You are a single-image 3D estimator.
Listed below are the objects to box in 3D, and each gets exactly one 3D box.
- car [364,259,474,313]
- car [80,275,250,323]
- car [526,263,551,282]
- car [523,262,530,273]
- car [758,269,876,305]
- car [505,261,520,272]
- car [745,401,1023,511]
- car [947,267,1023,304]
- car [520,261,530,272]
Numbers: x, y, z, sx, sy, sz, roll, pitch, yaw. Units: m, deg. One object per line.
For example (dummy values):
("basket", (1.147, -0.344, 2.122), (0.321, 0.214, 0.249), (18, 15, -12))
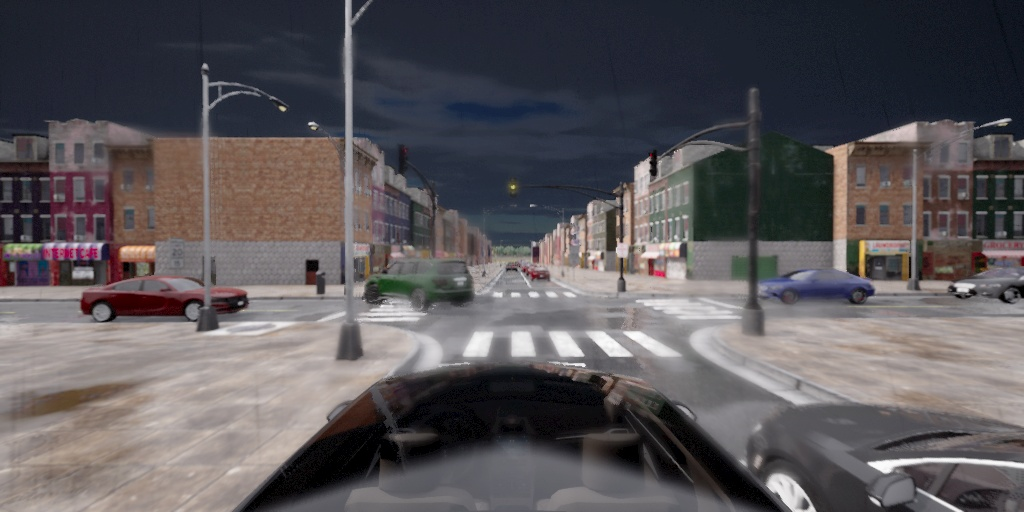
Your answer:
("car", (-4.061, 1.126, 15.360), (5.566, 2.045, 2.150), (0, -1, 39))
("car", (-12.330, 1.457, 12.958), (5.008, 1.535, 1.882), (0, 1, -1))
("car", (2.632, 1.631, 33.437), (1.888, 1.381, 4.507), (0, 0, 0))
("car", (2.630, 1.786, 44.501), (1.802, 1.307, 4.207), (0, 0, 0))
("car", (13.272, 1.312, 15.918), (4.674, 1.442, 1.812), (0, 1, 1))
("car", (-0.008, 1.856, 58.184), (1.837, 1.490, 4.892), (0, -1, 0))
("car", (2.637, 1.293, 0.994), (2.007, 1.370, 4.403), (0, 0, 0))
("car", (22.433, 1.239, 15.895), (4.902, 1.511, 2.128), (0, 1, 0))
("car", (2.628, 1.869, 55.565), (1.888, 1.381, 4.507), (0, 0, 0))
